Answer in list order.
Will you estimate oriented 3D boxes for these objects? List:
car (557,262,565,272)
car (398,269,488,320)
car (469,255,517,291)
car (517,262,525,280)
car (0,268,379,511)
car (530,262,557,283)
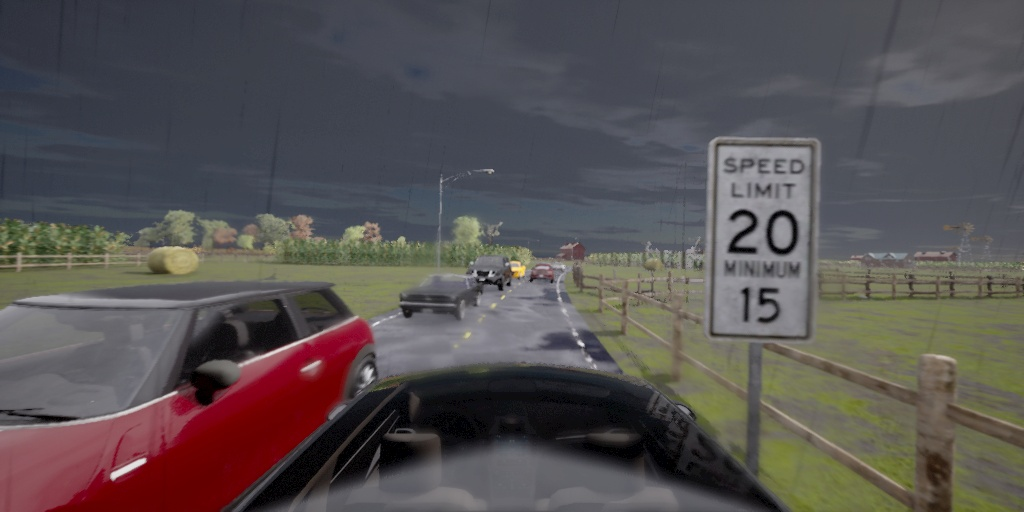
[{"bbox_3d":[6.623,1.576,51.923,1.895,1.301,4.718,2,0,12],"label":"car"},{"bbox_3d":[-2.254,1.297,12.549,1.895,1.301,4.718,2,0,5],"label":"car"},{"bbox_3d":[-1.284,0.953,22.513,2.150,2.045,5.566,2,0,7],"label":"car"},{"bbox_3d":[0.060,1.252,32.568,1.882,1.535,5.008,2,0,9],"label":"car"},{"bbox_3d":[-2.809,1.021,2.706,2.097,1.767,4.553,2,0,2],"label":"car"},{"bbox_3d":[2.555,1.372,29.598,1.812,1.442,4.674,2,0,8],"label":"car"}]
